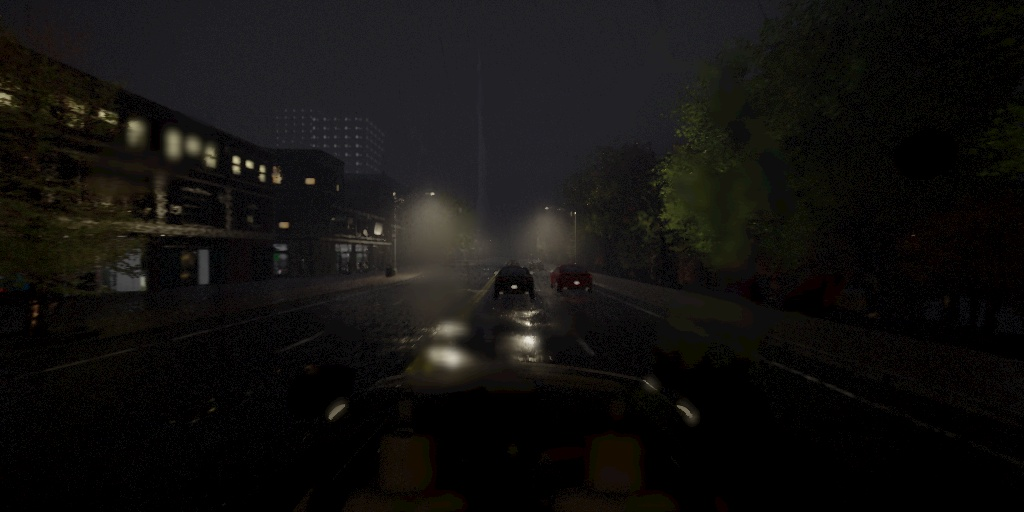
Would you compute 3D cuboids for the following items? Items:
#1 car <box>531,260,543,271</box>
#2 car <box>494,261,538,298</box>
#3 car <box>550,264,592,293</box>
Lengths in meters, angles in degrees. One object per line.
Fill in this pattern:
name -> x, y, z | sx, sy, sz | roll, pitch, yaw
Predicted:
car -> 3.343, 1.250, 50.462 | 2.128, 1.511, 4.902 | 0, 0, 0
car -> 0.098, 1.233, 18.654 | 1.882, 1.535, 5.008 | 0, 0, 0
car -> 3.347, 1.233, 21.045 | 1.882, 1.535, 5.008 | 0, 0, 0
